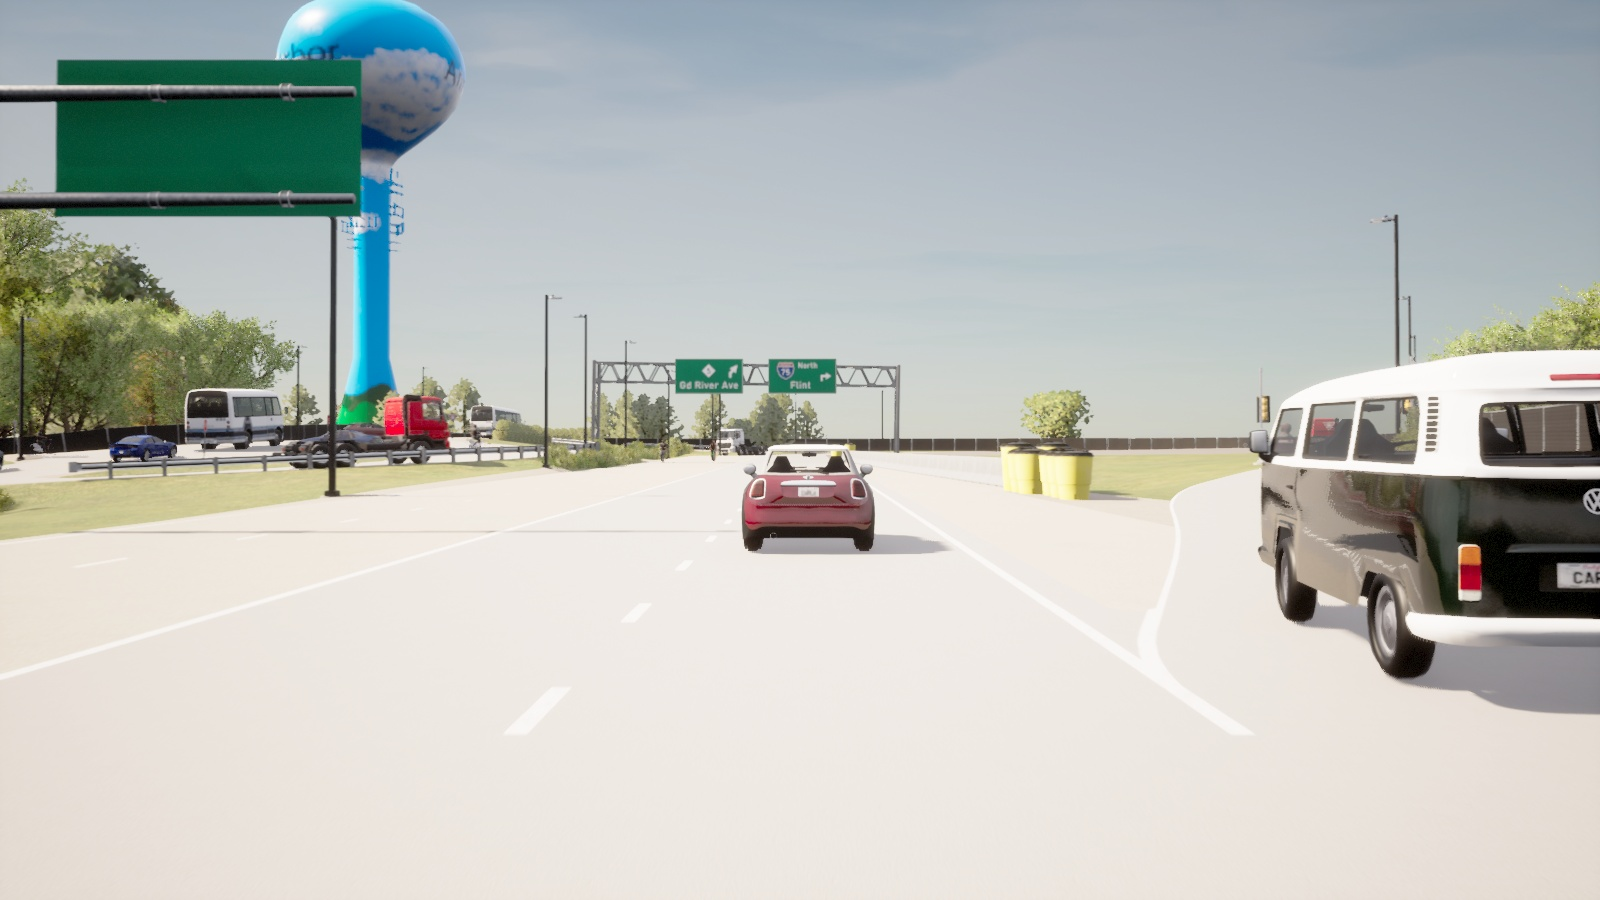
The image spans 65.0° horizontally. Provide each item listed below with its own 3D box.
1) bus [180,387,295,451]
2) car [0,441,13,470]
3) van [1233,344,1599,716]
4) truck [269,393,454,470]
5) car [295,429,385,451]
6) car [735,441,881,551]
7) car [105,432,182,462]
[{"bbox_3d":[-40.316,-2.334,90.610,3.944,4.253,10.273,-1,3,-2],"label":"bus"},{"bbox_3d":[-43.407,0.379,65.090,2.163,1.488,4.792,0,3,1],"label":"car"},{"bbox_3d":[4.693,0.406,9.084,2.069,2.038,4.480,-1,1,7],"label":"van"},{"bbox_3d":[-21.271,-0.974,61.312,7.936,3.462,2.891,-3,2,-44],"label":"truck"},{"bbox_3d":[-31.312,-0.689,85.574,5.357,1.411,2.033,0,3,2],"label":"car"},{"bbox_3d":[0.122,0.612,18.888,1.970,1.475,3.806,0,0,0],"label":"car"},{"bbox_3d":[-39.677,-0.239,76.072,1.882,1.535,5.008,0,3,1],"label":"car"}]
